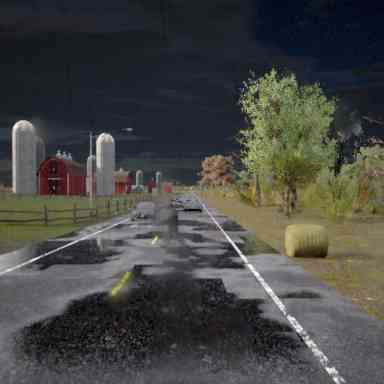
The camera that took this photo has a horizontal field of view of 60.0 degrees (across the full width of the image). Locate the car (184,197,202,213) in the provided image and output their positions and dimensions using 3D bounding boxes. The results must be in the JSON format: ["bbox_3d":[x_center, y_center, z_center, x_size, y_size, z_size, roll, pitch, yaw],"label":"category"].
[{"bbox_3d":[0.134,1.552,37.047,1.994,1.385,4.181,0,0,0],"label":"car"}]

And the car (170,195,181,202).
[{"bbox_3d":[-3.415,1.308,69.803,1.994,1.385,4.181,0,0,0],"label":"car"}]

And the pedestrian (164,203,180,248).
[{"bbox_3d":[-0.750,1.291,12.719,0.375,1.860,0.375,-1,1,-2],"label":"pedestrian"}]

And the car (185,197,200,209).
[{"bbox_3d":[0.094,1.477,46.952,2.128,1.511,4.902,0,0,1],"label":"car"}]

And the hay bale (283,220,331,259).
[{"bbox_3d":[4.021,1.652,11.752,1.220,1.180,1.240,1,1,0],"label":"hay bale"}]

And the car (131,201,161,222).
[{"bbox_3d":[-3.568,1.498,26.352,1.837,1.490,4.892,0,0,0],"label":"car"}]
